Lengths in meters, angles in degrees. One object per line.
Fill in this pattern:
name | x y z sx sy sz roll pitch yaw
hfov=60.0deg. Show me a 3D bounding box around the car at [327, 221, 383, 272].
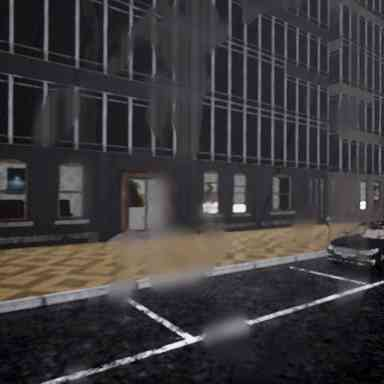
car | 6.261 1.666 11.034 4.403 1.369 2.008 1 0 -36
